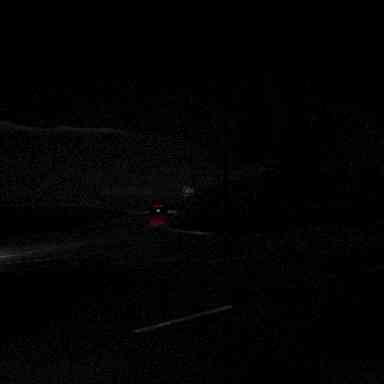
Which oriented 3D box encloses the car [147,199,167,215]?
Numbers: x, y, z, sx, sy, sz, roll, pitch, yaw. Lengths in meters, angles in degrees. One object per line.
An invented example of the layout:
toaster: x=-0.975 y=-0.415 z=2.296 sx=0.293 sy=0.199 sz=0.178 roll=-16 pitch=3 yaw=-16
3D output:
car: x=-3.625 y=1.556 z=34.846 sx=1.837 sy=1.490 sz=4.892 roll=1 pitch=0 yaw=-8
